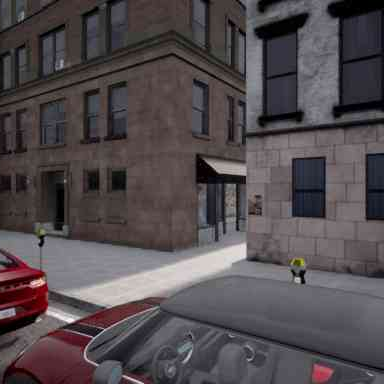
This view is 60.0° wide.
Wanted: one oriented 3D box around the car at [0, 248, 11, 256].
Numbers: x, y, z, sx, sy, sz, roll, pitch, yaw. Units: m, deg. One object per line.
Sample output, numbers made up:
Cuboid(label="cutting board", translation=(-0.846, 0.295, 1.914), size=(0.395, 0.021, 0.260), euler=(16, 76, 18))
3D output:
Cuboid(label="car", translation=(-4.378, 1.545, 5.880), size=(4.507, 1.381, 1.887), euler=(0, 0, 35))

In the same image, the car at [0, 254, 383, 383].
Cuboid(label="car", translation=(0.271, 1.440, 2.612), size=(4.097, 1.590, 1.967), euler=(0, 0, 35))
